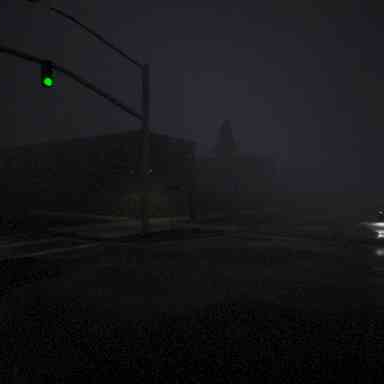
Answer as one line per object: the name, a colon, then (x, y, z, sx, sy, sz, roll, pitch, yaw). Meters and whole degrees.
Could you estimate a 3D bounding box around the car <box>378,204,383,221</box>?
car: (15.760, 1.508, 25.997, 1.812, 1.442, 4.674, 1, 0, 34)
